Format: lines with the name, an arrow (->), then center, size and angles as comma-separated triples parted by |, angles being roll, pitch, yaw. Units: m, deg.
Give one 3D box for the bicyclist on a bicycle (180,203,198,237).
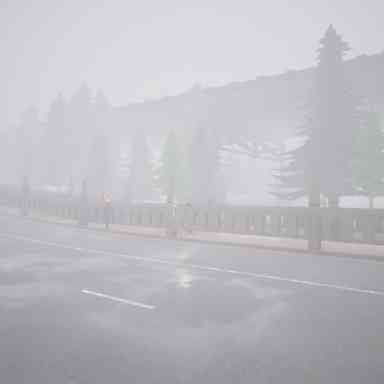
bicyclist on a bicycle -> -0.107, 1.346, 16.125 | 0.582, 1.620, 1.656 | 0, -3, 33
